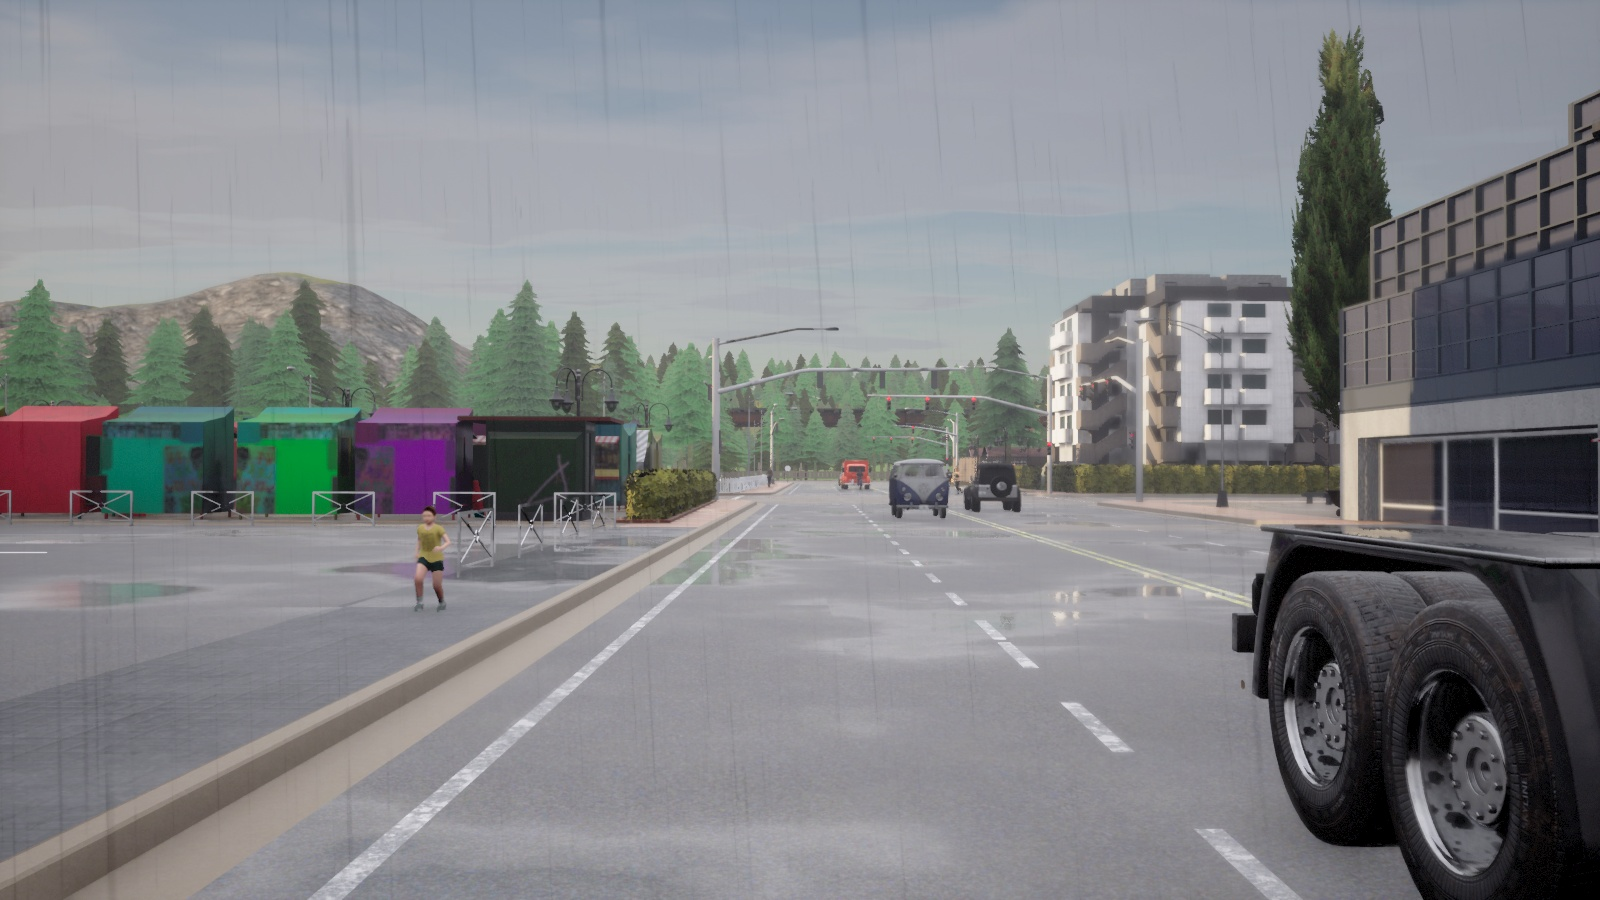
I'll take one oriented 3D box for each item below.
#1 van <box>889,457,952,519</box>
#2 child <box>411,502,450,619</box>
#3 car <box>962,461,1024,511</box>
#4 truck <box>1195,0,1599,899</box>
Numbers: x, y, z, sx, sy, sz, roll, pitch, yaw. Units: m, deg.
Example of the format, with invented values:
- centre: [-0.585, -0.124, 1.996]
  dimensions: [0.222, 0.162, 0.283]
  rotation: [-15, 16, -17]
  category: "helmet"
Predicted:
- centre: [4.021, 1.263, 42.506]
  dimensions: [1.775, 1.987, 4.442]
  rotation: [0, -1, 1]
  category: "van"
- centre: [-3.621, 1.074, 12.308]
  dimensions: [0.255, 1.110, 0.394]
  rotation: [0, -1, 1]
  category: "child"
- centre: [7.615, 1.412, 49.783]
  dimensions: [1.905, 1.878, 3.866]
  rotation: [0, -1, 1]
  category: "car"
- centre: [3.522, -0.137, 2.678]
  dimensions: [2.891, 3.462, 7.936]
  rotation: [0, -1, 1]
  category: "truck"
